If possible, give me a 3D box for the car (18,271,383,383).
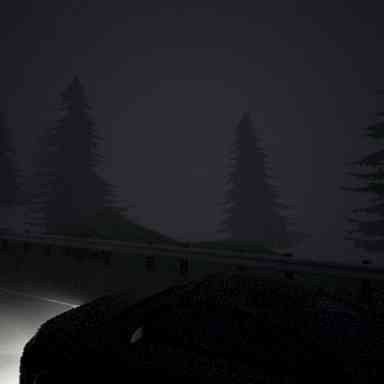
[{"bbox_3d":[0.275,1.562,3.320,4.181,1.385,1.994,0,0,28],"label":"car"}]
